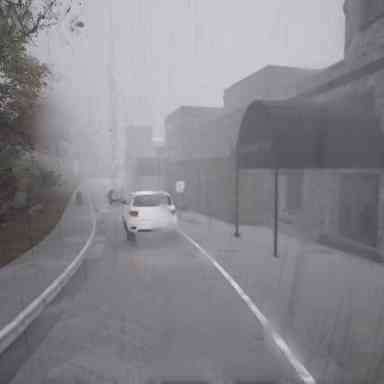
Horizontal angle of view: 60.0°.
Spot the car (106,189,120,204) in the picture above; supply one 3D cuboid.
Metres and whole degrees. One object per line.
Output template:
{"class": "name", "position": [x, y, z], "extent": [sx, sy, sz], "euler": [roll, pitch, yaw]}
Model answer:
{"class": "car", "position": [-7.665, 0.398, 34.119], "extent": [2.033, 1.411, 5.357], "euler": [-2, 4, -18]}

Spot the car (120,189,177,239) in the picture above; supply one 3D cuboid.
{"class": "car", "position": [-2.167, 0.949, 16.058], "extent": [2.150, 2.045, 5.566], "euler": [-1, 2, -14]}
